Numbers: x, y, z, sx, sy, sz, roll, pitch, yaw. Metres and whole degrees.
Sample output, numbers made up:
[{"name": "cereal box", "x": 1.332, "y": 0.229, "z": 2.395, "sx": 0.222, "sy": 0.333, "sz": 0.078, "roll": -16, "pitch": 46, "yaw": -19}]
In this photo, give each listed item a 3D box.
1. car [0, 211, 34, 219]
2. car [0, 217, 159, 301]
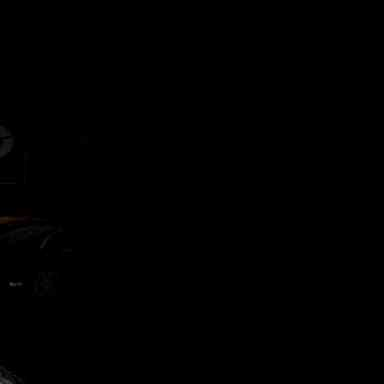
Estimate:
[{"name": "car", "x": -5.121, "y": 1.465, "z": 10.065, "sx": 2.097, "sy": 1.535, "sz": 5.008, "roll": 0, "pitch": 0, "yaw": 36}, {"name": "car", "x": -2.886, "y": 1.472, "z": 8.454, "sx": 2.231, "sy": 1.521, "sz": 4.892, "roll": 0, "pitch": 0, "yaw": 36}]
